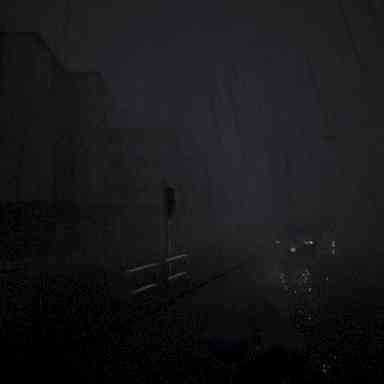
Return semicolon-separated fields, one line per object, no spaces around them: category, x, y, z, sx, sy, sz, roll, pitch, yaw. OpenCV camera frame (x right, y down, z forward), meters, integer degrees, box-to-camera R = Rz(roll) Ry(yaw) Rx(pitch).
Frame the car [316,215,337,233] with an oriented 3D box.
car;12.296;2.902;30.805;1.882;1.535;5.008;-4;-4;26

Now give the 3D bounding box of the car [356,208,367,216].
car;38.885;4.565;76.315;2.128;1.511;4.902;-4;-4;26

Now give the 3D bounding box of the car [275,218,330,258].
car;5.436;2.331;16.669;2.128;1.511;4.902;-4;-4;26

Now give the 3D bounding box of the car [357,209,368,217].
car;34.348;4.249;66.943;2.033;1.411;5.357;-4;-4;26
